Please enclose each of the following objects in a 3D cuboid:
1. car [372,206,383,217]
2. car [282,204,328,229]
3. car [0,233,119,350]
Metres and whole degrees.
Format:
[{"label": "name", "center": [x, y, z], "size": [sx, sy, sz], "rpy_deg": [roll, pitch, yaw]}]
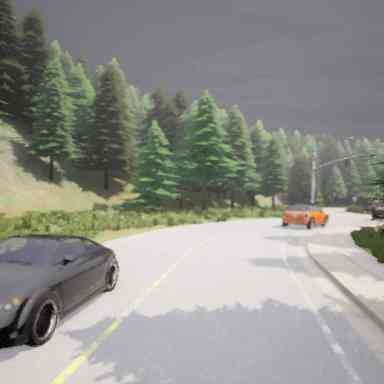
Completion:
[{"label": "car", "center": [20.536, 2.231, 35.199], "size": [1.882, 1.535, 5.008], "rpy_deg": [2, 0, 41]}, {"label": "car", "center": [8.507, 1.695, 24.800], "size": [2.097, 1.767, 4.553], "rpy_deg": [2, 0, 39]}, {"label": "car", "center": [-2.898, 1.496, 6.198], "size": [1.994, 1.385, 4.181], "rpy_deg": [2, 0, 9]}]
